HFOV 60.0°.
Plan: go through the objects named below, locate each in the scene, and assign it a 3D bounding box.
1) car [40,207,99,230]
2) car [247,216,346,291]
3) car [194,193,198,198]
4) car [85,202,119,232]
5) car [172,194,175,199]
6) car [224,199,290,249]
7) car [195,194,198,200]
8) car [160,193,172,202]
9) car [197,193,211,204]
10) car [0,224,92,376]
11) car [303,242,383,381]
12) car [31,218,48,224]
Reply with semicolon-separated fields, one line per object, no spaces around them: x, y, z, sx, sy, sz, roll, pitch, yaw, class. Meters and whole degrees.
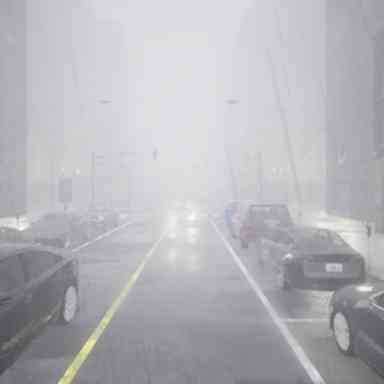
-5.675;1.548;14.276;1.947;1.339;4.313;0;0;0;car
2.854;1.552;8.763;1.947;1.339;4.313;0;0;0;car
2.036;1.512;86.310;1.802;1.307;4.206;0;0;-1;car
-5.677;1.415;19.801;1.967;1.590;4.097;0;0;0;car
-6.615;1.259;91.786;2.192;1.841;5.009;0;0;-1;car
2.851;1.293;14.287;2.192;1.841;5.009;0;0;0;car
2.290;1.510;75.007;1.802;1.307;4.206;0;0;-1;car
-6.233;1.373;74.825;1.967;1.590;4.097;0;0;-1;car
2.543;1.373;63.700;1.967;1.590;4.097;0;0;-1;car
-3.002;1.473;4.209;1.882;1.535;5.008;0;0;0;car
2.856;1.545;3.239;2.008;1.369;4.403;0;0;0;car
-5.672;1.572;8.751;1.802;1.307;4.206;0;0;0;car
